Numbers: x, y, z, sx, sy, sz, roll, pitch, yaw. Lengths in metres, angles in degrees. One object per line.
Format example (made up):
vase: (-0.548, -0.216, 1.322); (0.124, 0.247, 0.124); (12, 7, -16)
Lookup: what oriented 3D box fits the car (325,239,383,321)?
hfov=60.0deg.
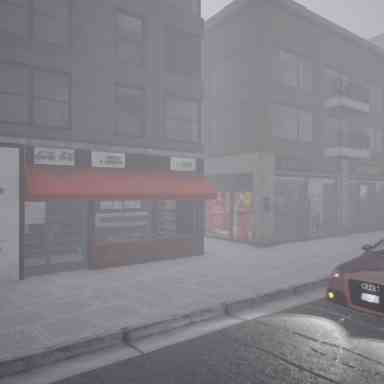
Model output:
car: (4.558, 1.564, 6.634); (4.181, 1.385, 1.994); (0, 0, -36)
